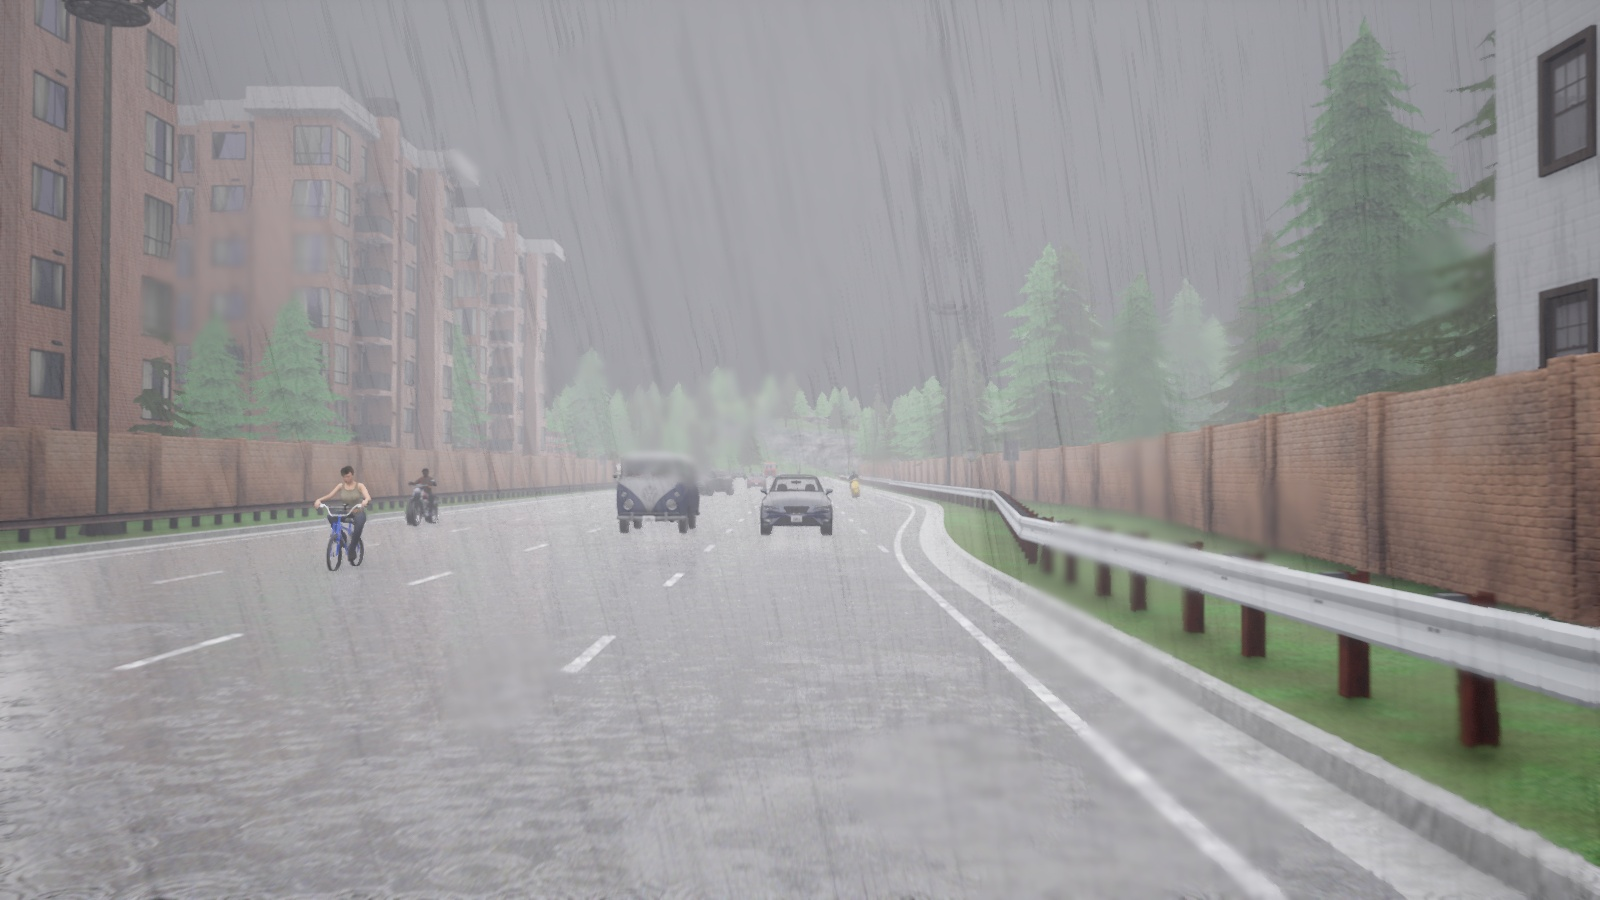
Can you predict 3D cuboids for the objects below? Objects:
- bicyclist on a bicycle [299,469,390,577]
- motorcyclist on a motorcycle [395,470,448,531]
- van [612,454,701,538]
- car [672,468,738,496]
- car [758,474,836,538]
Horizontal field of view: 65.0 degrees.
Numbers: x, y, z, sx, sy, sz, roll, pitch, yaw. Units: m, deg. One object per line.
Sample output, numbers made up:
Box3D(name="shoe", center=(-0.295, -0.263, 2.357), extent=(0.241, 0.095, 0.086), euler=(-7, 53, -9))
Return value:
Box3D(name="bicyclist on a bicycle", center=(-7.043, 1.106, 19.494), extent=(0.866, 1.612, 1.509), euler=(0, -1, 0))
Box3D(name="motorcyclist on a motorcycle", center=(-10.586, 1.397, 35.218), extent=(0.766, 1.649, 2.350), euler=(0, -1, 0))
Box3D(name="van", center=(-3.579, 1.117, 32.008), extent=(1.775, 1.987, 4.442), euler=(0, -1, 0))
Box3D(name="car", center=(-5.871, 1.988, 77.959), extent=(2.242, 1.667, 4.611), euler=(-1, -1, 23))
Box3D(name="car", center=(-0.076, 1.354, 31.393), extent=(1.816, 1.474, 4.193), euler=(0, -1, 0))
